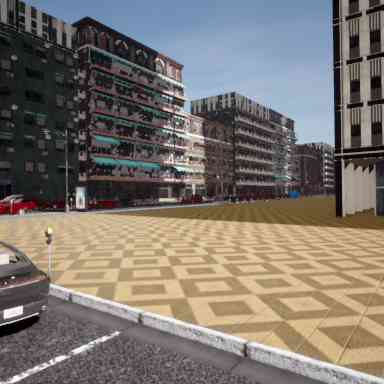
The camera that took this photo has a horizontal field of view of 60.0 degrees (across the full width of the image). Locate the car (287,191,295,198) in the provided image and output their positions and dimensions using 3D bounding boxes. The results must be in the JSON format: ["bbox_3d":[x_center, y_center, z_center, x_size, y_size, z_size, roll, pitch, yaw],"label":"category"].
[{"bbox_3d":[22.925,0.931,81.616,1.802,1.307,4.206,-1,0,36],"label":"car"}]

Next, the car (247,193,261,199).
[{"bbox_3d":[16.152,1.040,86.550,1.947,1.339,4.313,-1,0,36],"label":"car"}]

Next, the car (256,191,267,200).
[{"bbox_3d":[13.163,1.046,68.210,1.802,1.307,4.206,-1,0,36],"label":"car"}]

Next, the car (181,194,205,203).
[{"bbox_3d":[0.195,1.212,60.080,1.812,1.442,4.674,-1,0,36],"label":"car"}]

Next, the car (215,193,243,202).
[{"bbox_3d":[6.655,1.093,59.274,2.008,1.369,4.403,-1,0,36],"label":"car"}]

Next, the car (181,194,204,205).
[{"bbox_3d":[0.146,1.062,50.338,1.967,1.590,4.097,-1,0,36],"label":"car"}]

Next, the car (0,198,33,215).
[{"bbox_3d":[-16.122,1.413,27.996,1.802,1.307,4.206,-1,0,36],"label":"car"}]

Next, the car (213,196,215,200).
[{"bbox_3d":[6.388,1.028,73.144,1.967,1.590,4.097,-1,0,36],"label":"car"}]

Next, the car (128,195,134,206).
[{"bbox_3d":[-10.227,1.131,45.932,2.097,1.767,4.553,-1,0,36],"label":"car"}]

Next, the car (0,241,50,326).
[{"bbox_3d":[-4.419,1.553,6.221,4.403,1.369,2.008,0,-1,36],"label":"car"}]

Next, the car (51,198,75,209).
[{"bbox_3d":[-16.388,1.415,41.868,1.887,1.381,4.507,-1,0,36],"label":"car"}]

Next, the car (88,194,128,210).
[{"bbox_3d":[-9.616,1.186,36.933,1.967,1.590,4.097,-1,0,36],"label":"car"}]

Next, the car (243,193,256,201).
[{"bbox_3d":[9.909,1.048,63.742,1.887,1.381,4.507,-1,0,36],"label":"car"}]

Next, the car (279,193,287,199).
[{"bbox_3d":[19.670,0.938,77.147,2.008,1.369,4.403,-1,0,36],"label":"car"}]

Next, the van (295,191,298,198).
[{"bbox_3d":[26.176,0.654,86.084,1.690,1.788,3.998,-1,0,36],"label":"van"}]

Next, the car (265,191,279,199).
[{"bbox_3d":[16.414,0.740,72.679,2.192,1.841,5.009,-1,0,36],"label":"car"}]

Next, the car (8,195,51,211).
[{"bbox_3d":[-17.952,1.405,35.329,1.812,1.442,4.674,-1,0,36],"label":"car"}]
